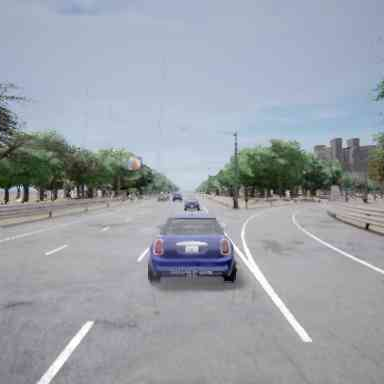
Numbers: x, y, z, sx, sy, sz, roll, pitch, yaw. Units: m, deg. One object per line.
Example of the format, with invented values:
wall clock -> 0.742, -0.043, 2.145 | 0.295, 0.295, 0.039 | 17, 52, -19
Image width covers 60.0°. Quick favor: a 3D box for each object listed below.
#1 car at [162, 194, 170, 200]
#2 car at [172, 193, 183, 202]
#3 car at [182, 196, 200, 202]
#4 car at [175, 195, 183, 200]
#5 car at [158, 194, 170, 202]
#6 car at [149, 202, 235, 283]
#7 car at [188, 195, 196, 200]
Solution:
car -> -6.993, 1.401, 89.341 | 1.882, 1.535, 5.008 | 0, 0, 0
car -> -3.494, 1.285, 78.949 | 2.150, 2.045, 5.566 | 0, 0, 0
car -> 0.000, 1.524, 41.450 | 1.812, 1.442, 4.674 | 0, 0, 0
car -> -3.494, 1.449, 89.341 | 2.128, 1.511, 4.902 | 0, 0, 0
car -> -6.994, 1.416, 79.305 | 2.097, 1.767, 4.553 | 0, 0, 0
car -> 0.000, 1.352, 9.854 | 2.097, 1.767, 4.553 | 0, 0, 0
car -> 0.006, 1.494, 89.756 | 1.994, 1.385, 4.181 | 0, 0, 0
